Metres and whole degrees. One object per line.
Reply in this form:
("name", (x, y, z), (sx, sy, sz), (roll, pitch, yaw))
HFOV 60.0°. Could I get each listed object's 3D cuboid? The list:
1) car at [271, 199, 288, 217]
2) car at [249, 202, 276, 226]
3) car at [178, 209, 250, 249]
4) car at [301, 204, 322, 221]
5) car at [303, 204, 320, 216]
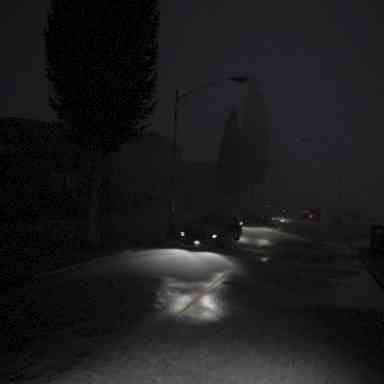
("car", (10.929, 1.869, 42.243), (2.150, 2.045, 5.566), (2, 0, 20))
("car", (5.606, 1.901, 28.067), (1.882, 1.535, 5.008), (2, 0, 20))
("car", (1.128, 1.707, 15.926), (2.033, 1.411, 5.357), (2, 0, 20))
("car", (13.150, 2.288, 36.596), (1.837, 1.490, 4.892), (2, 0, 20))
("car", (16.795, 2.489, 46.618), (2.128, 1.511, 4.902), (2, 0, 20))
